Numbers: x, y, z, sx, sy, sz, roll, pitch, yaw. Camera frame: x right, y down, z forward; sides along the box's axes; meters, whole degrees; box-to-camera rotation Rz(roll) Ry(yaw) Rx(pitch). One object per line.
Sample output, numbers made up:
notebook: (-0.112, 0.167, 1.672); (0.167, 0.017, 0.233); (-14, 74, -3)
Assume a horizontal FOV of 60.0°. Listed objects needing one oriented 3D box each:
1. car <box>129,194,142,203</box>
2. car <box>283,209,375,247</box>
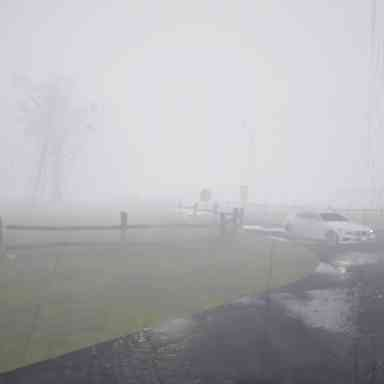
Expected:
car: (-10.893, 1.209, 63.784); (2.128, 1.511, 4.902); (2, 0, -19)
car: (6.087, 1.563, 15.438); (1.812, 1.442, 4.674); (2, 0, -19)
